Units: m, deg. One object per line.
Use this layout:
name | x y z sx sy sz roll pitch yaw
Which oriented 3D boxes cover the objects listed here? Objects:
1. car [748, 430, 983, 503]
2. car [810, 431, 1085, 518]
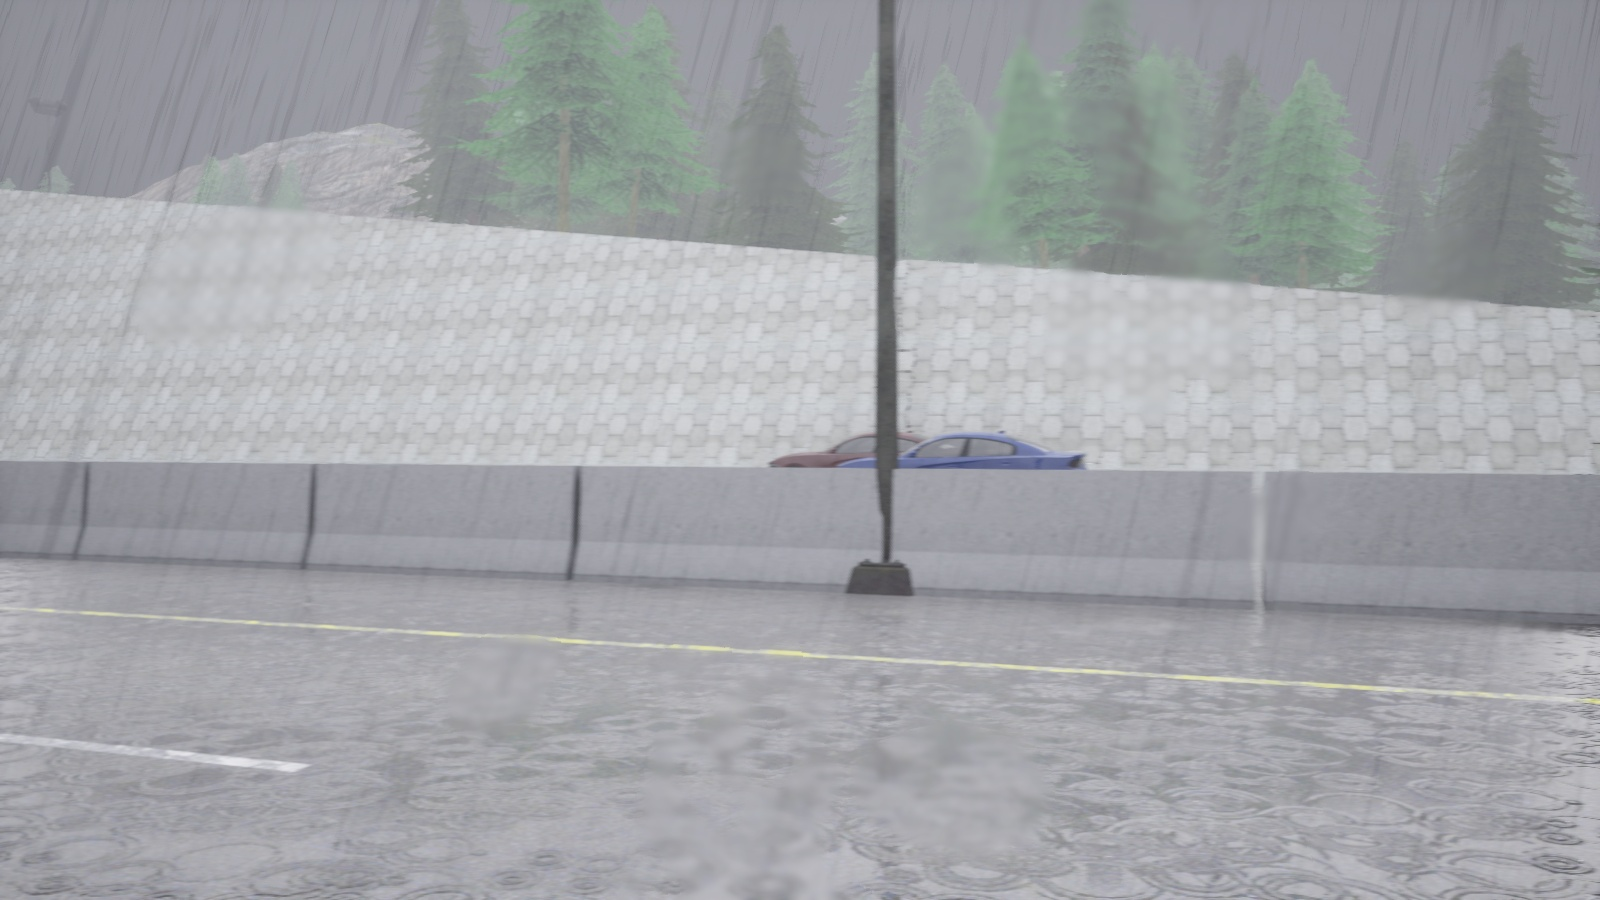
car | 1.491 0.336 28.538 5.008 1.535 1.882 1 1 19
car | 2.875 0.413 24.380 5.008 1.535 1.882 1 1 19
